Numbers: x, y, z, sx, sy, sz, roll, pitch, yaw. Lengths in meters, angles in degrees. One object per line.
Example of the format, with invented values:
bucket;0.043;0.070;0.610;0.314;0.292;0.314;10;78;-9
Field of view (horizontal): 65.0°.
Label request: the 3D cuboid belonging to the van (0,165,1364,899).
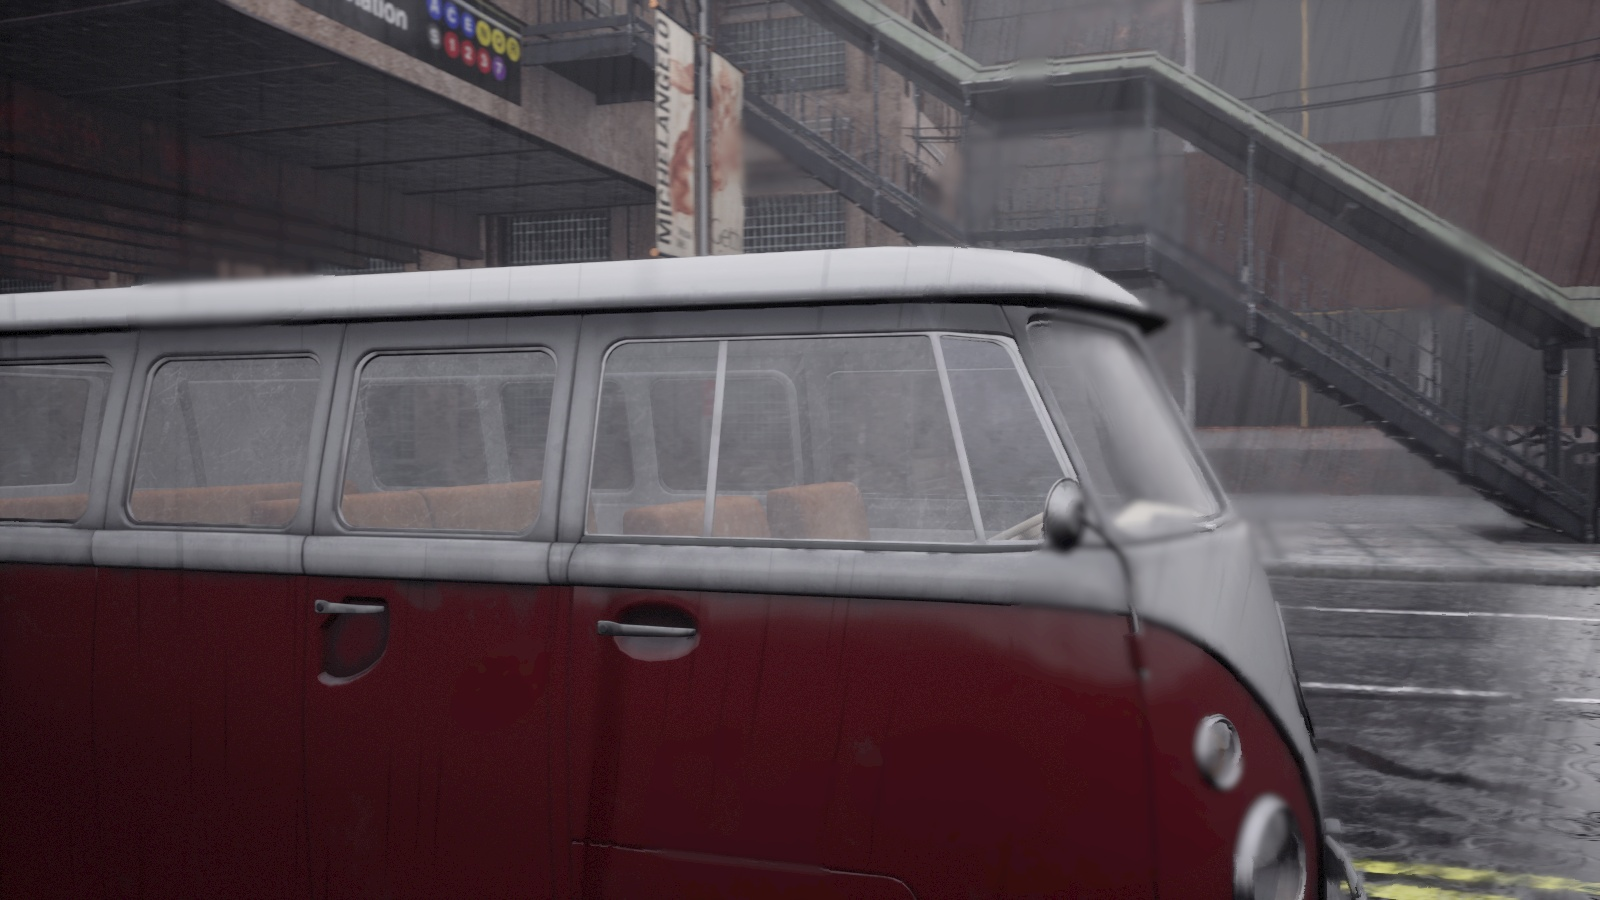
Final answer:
van;-0.952;0.520;3.510;4.442;1.987;1.775;1;1;19
